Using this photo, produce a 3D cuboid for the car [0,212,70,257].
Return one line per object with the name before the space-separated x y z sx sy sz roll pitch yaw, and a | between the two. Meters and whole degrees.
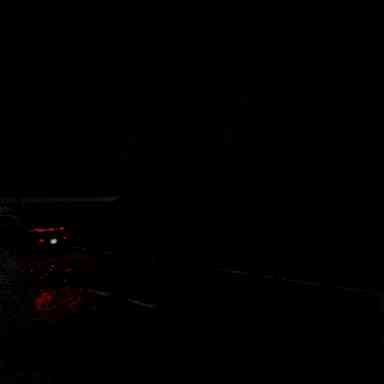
car | -6.851 1.549 13.260 4.902 1.511 2.128 0 0 37
